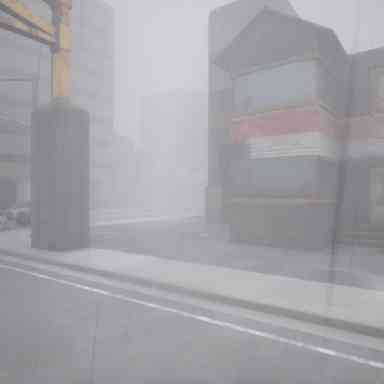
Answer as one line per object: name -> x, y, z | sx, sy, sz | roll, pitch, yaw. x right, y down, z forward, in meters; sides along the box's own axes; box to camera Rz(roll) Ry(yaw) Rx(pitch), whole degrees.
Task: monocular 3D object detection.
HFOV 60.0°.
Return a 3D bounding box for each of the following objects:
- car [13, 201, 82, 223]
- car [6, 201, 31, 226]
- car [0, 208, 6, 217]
car -> -9.697, 1.293, 22.775 | 1.853, 1.218, 4.536 | 0, 0, 15
car -> -9.710, 1.450, 22.725 | 2.038, 1.542, 4.974 | 0, 0, 15
car -> -12.868, 1.293, 25.424 | 4.536, 1.218, 1.853 | 0, 0, -30
